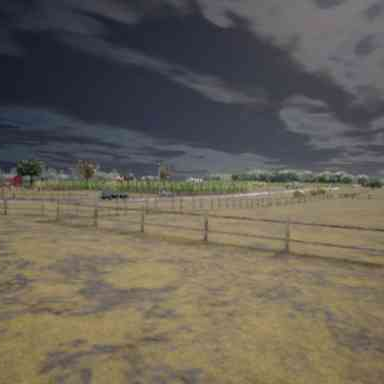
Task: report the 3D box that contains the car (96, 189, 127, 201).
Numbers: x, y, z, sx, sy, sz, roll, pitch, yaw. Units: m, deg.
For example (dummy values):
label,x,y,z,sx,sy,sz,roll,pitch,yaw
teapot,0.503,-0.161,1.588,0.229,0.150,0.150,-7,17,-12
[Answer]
label,x,y,z,sx,sy,sz,roll,pitch,yaw
car,-14.478,0.550,61.392,2.150,2.045,5.566,1,1,35

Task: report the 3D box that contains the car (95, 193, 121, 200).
label,x,y,z,sx,sy,sz,roll,pitch,yaw
car,-16.300,0.904,64.909,1.895,1.301,4.718,1,1,36

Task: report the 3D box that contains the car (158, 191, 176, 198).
label,x,y,z,sx,sy,sz,roll,pitch,yaw
car,-5.489,0.580,74.127,1.837,1.490,4.892,1,1,35
